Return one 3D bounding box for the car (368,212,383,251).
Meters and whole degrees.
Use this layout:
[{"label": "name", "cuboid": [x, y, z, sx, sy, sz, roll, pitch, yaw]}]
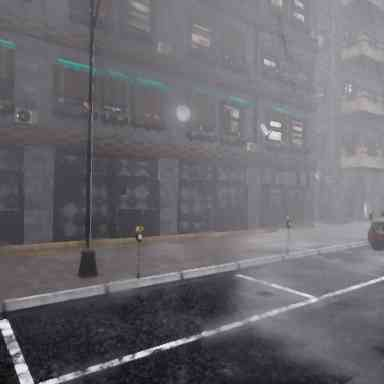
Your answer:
[{"label": "car", "cuboid": [8.863, 1.317, 12.859, 5.009, 1.841, 2.192, 0, 1, -35]}]
